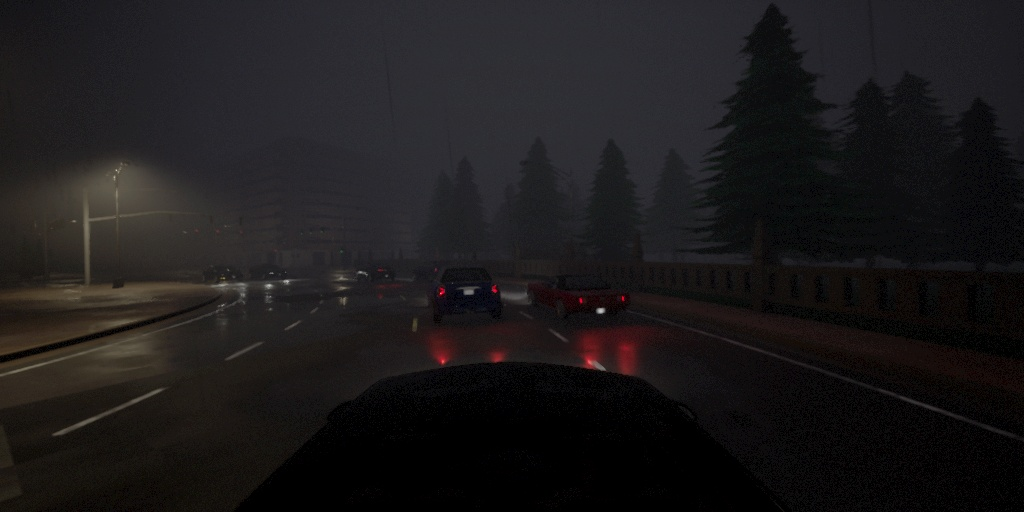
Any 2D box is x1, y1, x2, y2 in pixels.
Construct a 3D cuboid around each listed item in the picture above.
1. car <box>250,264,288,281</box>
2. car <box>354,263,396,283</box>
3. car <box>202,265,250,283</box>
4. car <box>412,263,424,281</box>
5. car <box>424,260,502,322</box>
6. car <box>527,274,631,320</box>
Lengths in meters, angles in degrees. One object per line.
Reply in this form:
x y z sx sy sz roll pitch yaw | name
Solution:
-23.132 1.486 33.922 4.892 1.490 1.837 -1 0 34 | car
-10.968 1.291 28.528 2.128 1.511 4.902 -1 0 -42 | car
-24.953 1.530 30.927 4.892 1.490 1.837 -1 0 34 | car
-6.127 1.073 28.143 2.097 1.767 4.553 -1 0 -37 | car
-1.822 1.078 12.563 2.097 1.767 4.553 -1 0 -15 | car
1.982 1.265 12.327 1.895 1.301 4.718 -1 0 -14 | car
